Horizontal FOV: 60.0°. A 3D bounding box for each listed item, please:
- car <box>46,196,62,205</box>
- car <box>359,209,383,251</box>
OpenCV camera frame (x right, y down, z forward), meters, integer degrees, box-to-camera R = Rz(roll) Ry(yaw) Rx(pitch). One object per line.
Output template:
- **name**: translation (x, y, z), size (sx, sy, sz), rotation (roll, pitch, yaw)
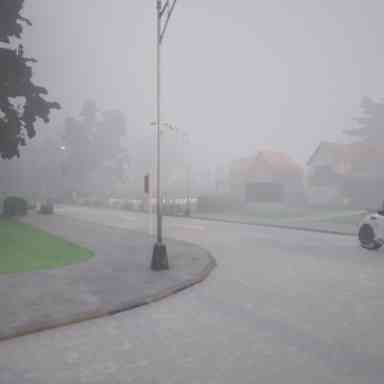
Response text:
- **car**: translation (-24.225, 1.462, 58.285), size (1.812, 1.442, 4.674), rotation (0, 0, -36)
- **car**: translation (7.611, 1.166, 10.704), size (2.150, 2.045, 5.566), rotation (1, 0, 0)
